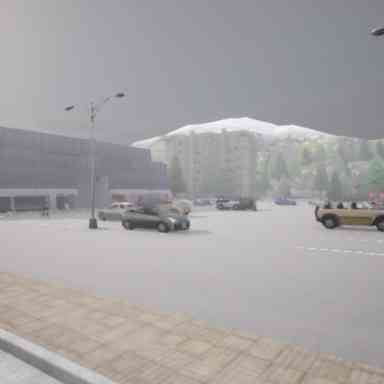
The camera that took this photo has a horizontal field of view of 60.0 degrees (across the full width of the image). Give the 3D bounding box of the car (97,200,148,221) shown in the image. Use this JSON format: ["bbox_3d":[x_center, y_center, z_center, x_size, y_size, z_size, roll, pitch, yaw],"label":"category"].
[{"bbox_3d":[-5.927,1.633,27.222,3.806,1.475,1.970,-1,0,35],"label":"car"}]

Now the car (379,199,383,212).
[{"bbox_3d":[23.489,1.539,37.897,3.633,1.501,1.845,-1,0,35],"label":"car"}]

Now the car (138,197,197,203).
[{"bbox_3d":[-2.478,1.557,32.643,5.027,1.636,2.152,-1,0,35],"label":"car"}]

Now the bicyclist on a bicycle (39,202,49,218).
[{"bbox_3d":[-14.764,1.794,33.094,1.656,1.620,0.582,-1,-1,35],"label":"bicyclist on a bicycle"}]

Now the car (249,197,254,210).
[{"bbox_3d":[6.270,1.506,45.687,4.605,1.855,1.932,-1,0,35],"label":"car"}]

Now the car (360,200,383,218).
[{"bbox_3d":[17.672,1.518,29.772,4.514,1.523,2.007,-1,0,35],"label":"car"}]

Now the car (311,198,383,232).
[{"bbox_3d":[9.882,1.324,20.026,4.605,1.855,1.932,-1,0,35],"label":"car"}]

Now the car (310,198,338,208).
[{"bbox_3d":[21.465,1.716,54.038,3.806,1.475,1.970,-1,0,35],"label":"car"}]

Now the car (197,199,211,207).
[{"bbox_3d":[1.864,2.059,63.231,1.812,1.442,4.674,-1,0,35],"label":"car"}]

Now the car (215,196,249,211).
[{"bbox_3d":[4.924,1.481,43.079,3.866,1.878,1.905,-1,0,35],"label":"car"}]

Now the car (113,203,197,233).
[{"bbox_3d":[-2.297,1.627,20.156,4.514,1.523,2.007,-1,0,35],"label":"car"}]

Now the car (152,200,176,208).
[{"bbox_3d":[-5.021,2.133,59.607,1.994,1.385,4.181,-1,-1,36],"label":"car"}]

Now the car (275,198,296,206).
[{"bbox_3d":[17.137,1.781,60.763,3.633,1.501,1.845,-1,0,35],"label":"car"}]
